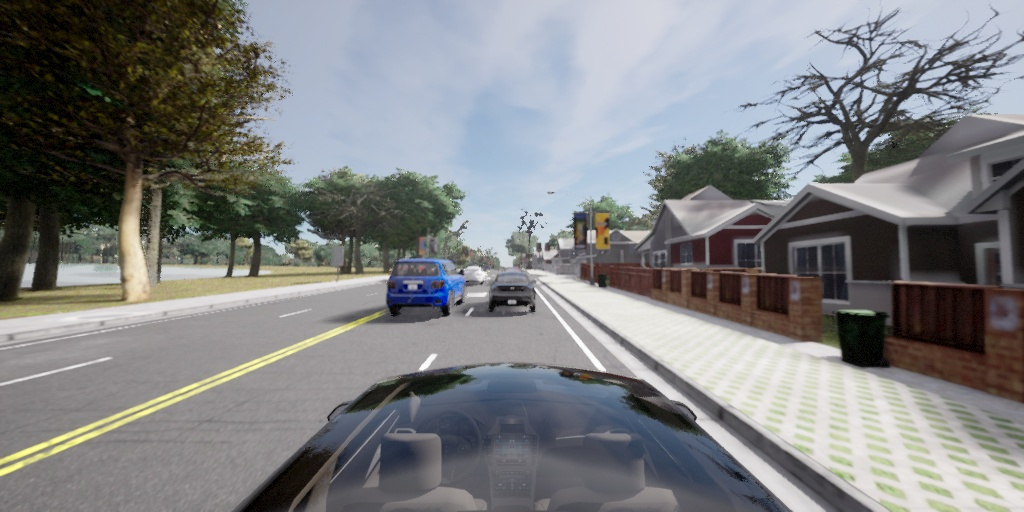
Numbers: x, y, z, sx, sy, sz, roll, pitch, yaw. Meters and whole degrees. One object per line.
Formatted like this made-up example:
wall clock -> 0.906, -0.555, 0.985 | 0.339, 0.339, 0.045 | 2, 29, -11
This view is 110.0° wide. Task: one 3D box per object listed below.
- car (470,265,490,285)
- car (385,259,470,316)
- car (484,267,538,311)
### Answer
car -> -3.225, 1.651, 30.783 | 1.812, 1.442, 4.674 | 0, -1, 0
car -> -3.237, 1.131, 14.426 | 2.150, 2.045, 5.566 | 0, 0, 0
car -> 0.023, 1.426, 15.366 | 1.837, 1.490, 4.892 | 0, 0, 0
